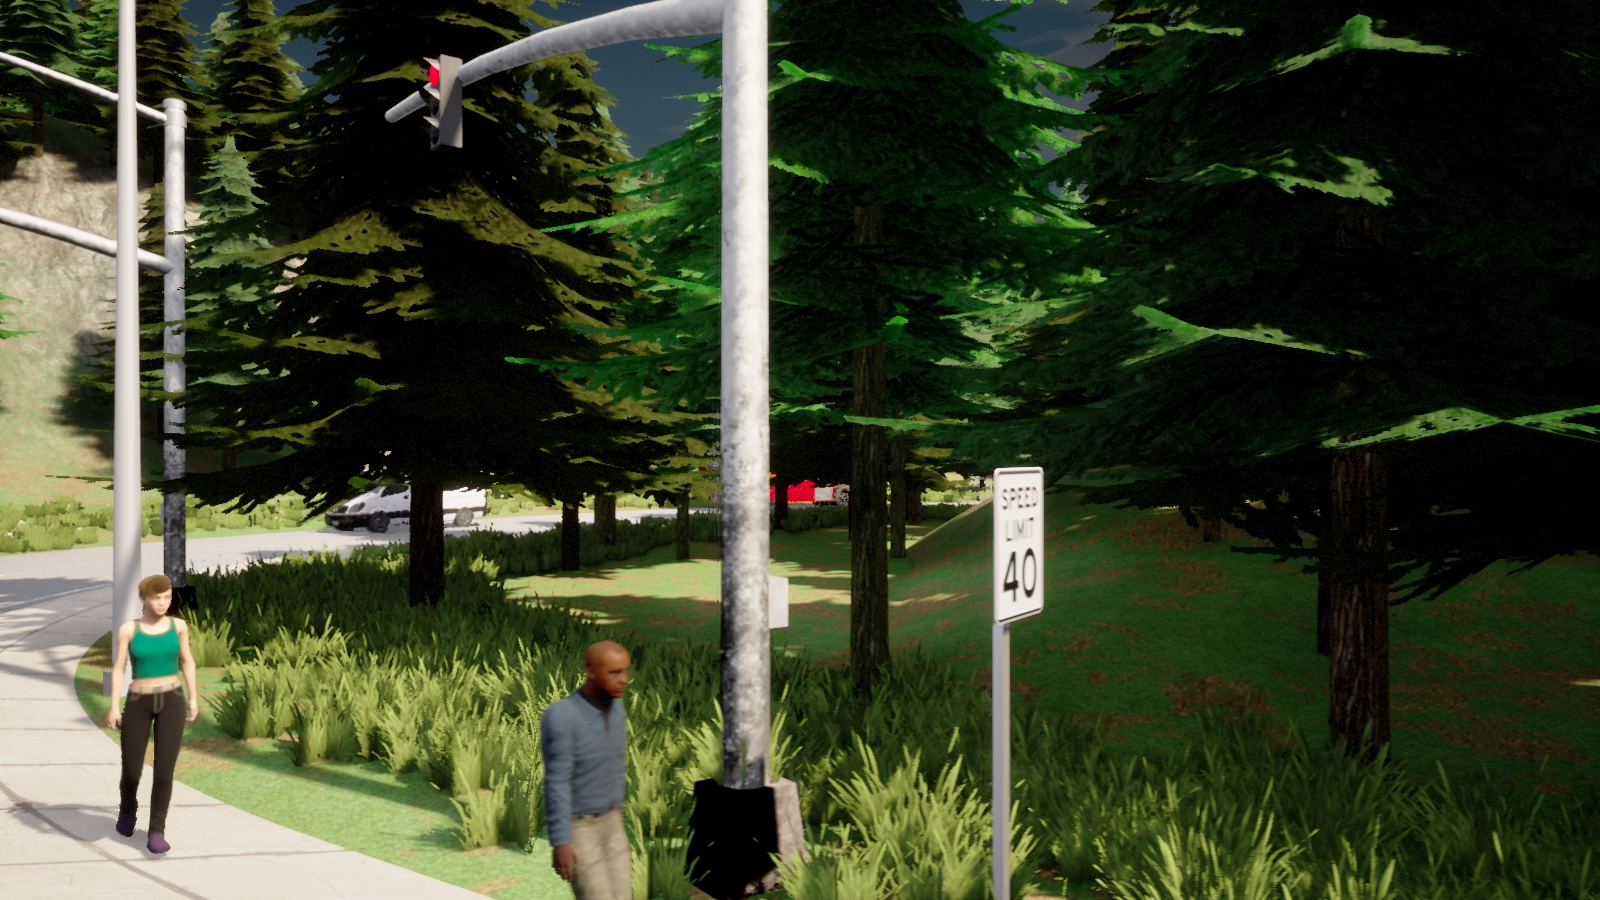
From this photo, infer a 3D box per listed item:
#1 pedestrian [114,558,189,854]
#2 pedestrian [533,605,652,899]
[{"bbox_3d":[-4.335,1.674,7.636,0.375,1.860,0.375,0,0,-40],"label":"pedestrian"},{"bbox_3d":[-0.944,1.672,5.217,0.375,1.860,0.375,0,0,34],"label":"pedestrian"}]
